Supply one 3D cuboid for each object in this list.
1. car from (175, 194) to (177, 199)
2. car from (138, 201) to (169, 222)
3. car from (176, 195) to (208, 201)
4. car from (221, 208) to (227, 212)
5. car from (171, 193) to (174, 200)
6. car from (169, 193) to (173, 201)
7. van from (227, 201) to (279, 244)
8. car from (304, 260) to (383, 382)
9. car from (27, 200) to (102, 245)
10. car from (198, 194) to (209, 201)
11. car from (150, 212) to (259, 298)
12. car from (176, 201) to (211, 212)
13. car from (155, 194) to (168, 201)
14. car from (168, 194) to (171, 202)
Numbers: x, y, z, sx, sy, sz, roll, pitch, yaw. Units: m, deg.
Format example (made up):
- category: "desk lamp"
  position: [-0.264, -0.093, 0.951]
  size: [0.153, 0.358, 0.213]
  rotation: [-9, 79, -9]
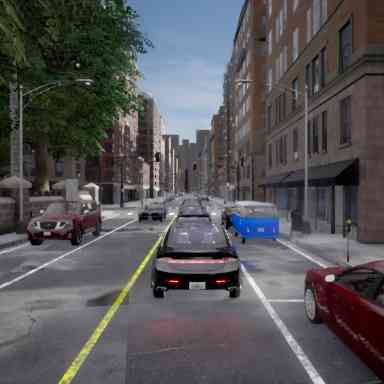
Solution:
- category: "car"
  position: [-5.698, 1.497, 86.475]
  size: [2.008, 1.369, 4.403]
  rotation: [0, 0, 0]
- category: "car"
  position: [-3.009, 1.644, 26.002]
  size: [1.895, 1.301, 4.718]
  rotation: [0, 0, 0]
- category: "car"
  position: [-0.010, 1.338, 27.592]
  size: [2.097, 1.767, 4.553]
  rotation: [0, 0, 0]
- category: "car"
  position: [2.848, 1.558, 21.236]
  size: [1.947, 1.339, 4.313]
  rotation: [0, 0, 0]
- category: "car"
  position: [-5.694, 1.492, 75.574]
  size: [1.887, 1.381, 4.507]
  rotation: [0, 0, 0]
- category: "car"
  position: [-5.693, 1.494, 70.123]
  size: [1.887, 1.381, 4.507]
  rotation: [0, 0, 0]
- category: "van"
  position: [2.849, 1.336, 15.575]
  size: [1.690, 1.788, 3.998]
  rotation: [0, 0, 0]
- category: "car"
  position: [2.853, 1.544, 4.254]
  size: [1.887, 1.381, 4.507]
  rotation: [0, 0, 0]
- category: "car"
  position: [-5.675, 1.310, 15.533]
  size: [2.192, 1.841, 5.009]
  rotation: [0, 0, 0]
- category: "car"
  position: [2.830, 1.387, 75.612]
  size: [1.967, 1.590, 4.097]
  rotation: [0, 0, 0]
- category: "car"
  position: [0.097, 1.490, 8.476]
  size: [2.128, 1.511, 4.902]
  rotation: [0, 0, 0]
- category: "car"
  position: [0.092, 1.485, 18.415]
  size: [2.128, 1.511, 4.902]
  rotation: [0, 0, 0]
- category: "car"
  position: [-5.689, 1.480, 59.051]
  size: [1.752, 1.417, 4.829]
  rotation: [0, 0, 0]
- category: "car"
  position: [-5.691, 1.502, 64.672]
  size: [2.008, 1.369, 4.403]
  rotation: [0, 0, 0]
